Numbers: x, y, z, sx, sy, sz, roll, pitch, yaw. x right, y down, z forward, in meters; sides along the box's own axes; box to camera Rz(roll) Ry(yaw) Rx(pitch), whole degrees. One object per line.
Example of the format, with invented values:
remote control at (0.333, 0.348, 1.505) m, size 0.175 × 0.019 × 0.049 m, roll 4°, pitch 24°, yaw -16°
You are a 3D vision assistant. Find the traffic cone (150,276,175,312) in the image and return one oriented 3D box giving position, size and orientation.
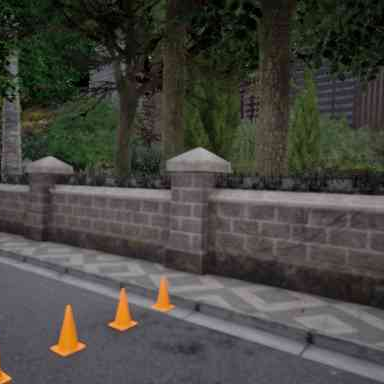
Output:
traffic cone at (-0.536, 1.855, 6.197) m, size 0.340 × 0.580 × 0.340 m, roll 2°, pitch 1°, yaw 36°

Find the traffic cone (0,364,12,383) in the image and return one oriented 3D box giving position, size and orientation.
traffic cone at (-2.282, 1.851, 3.758) m, size 0.340 × 0.580 × 0.340 m, roll 2°, pitch 1°, yaw 36°

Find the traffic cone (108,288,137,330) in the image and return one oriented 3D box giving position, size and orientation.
traffic cone at (-1.118, 1.854, 5.384) m, size 0.340 × 0.580 × 0.340 m, roll 2°, pitch 1°, yaw 36°

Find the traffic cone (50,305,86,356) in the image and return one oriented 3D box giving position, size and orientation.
traffic cone at (-1.700, 1.853, 4.571) m, size 0.340 × 0.580 × 0.340 m, roll 2°, pitch 1°, yaw 36°
